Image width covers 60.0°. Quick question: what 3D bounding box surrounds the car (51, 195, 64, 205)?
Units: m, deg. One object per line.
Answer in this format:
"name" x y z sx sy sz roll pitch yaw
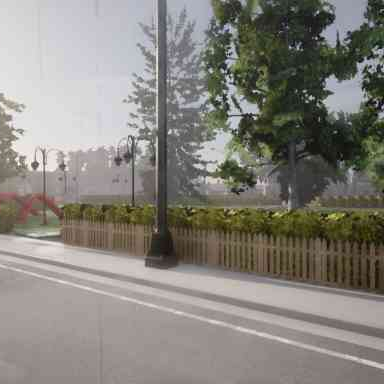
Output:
"car" -24.566 1.353 57.637 2.097 1.767 4.553 0 0 35
